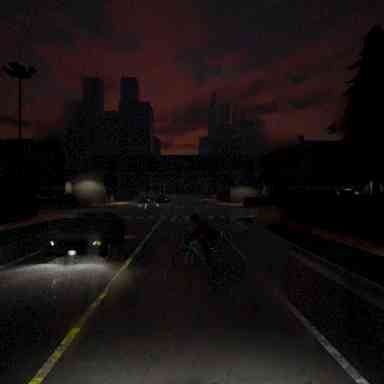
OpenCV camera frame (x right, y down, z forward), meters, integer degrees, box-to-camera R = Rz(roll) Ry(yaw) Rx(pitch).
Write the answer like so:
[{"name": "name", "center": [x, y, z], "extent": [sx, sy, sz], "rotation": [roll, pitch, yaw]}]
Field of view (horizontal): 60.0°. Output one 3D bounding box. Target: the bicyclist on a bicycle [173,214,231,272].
[{"name": "bicyclist on a bicycle", "center": [0.270, 1.452, 9.315], "extent": [1.656, 1.620, 0.582], "rotation": [-2, 0, -1]}]

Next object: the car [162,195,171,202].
[{"name": "car", "center": [-6.106, 1.540, 79.293], "extent": [1.812, 1.442, 4.674], "rotation": [0, 0, -1]}]

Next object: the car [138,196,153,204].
[{"name": "car", "center": [-9.273, 1.508, 64.427], "extent": [2.128, 1.511, 4.902], "rotation": [0, 0, -1]}]

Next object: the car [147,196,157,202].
[{"name": "car", "center": [-9.622, 1.611, 79.906], "extent": [1.895, 1.301, 4.718], "rotation": [0, 0, -1]}]

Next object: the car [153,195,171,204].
[{"name": "car", "center": [-5.777, 1.367, 64.462], "extent": [2.097, 1.767, 4.553], "rotation": [0, 0, -1]}]

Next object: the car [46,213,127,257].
[{"name": "car", "center": [-3.866, 1.547, 13.239], "extent": [2.033, 1.411, 5.357], "rotation": [0, 0, -1]}]
